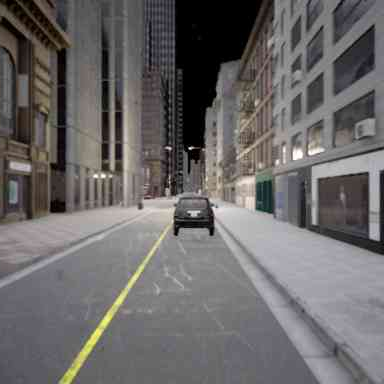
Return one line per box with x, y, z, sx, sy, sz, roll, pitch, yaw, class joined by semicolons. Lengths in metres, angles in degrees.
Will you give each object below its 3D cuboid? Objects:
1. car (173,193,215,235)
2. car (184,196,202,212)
0.104;1.231;19.058;2.150;2.045;5.566;0;0;0;car
0.110;1.382;39.695;2.097;1.767;4.553;0;0;0;car
